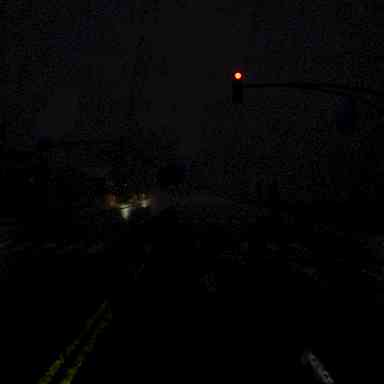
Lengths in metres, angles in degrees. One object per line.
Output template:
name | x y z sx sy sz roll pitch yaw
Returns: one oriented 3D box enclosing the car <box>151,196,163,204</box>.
car | -6.462 1.515 62.159 2.033 1.411 5.357 0 0 0
